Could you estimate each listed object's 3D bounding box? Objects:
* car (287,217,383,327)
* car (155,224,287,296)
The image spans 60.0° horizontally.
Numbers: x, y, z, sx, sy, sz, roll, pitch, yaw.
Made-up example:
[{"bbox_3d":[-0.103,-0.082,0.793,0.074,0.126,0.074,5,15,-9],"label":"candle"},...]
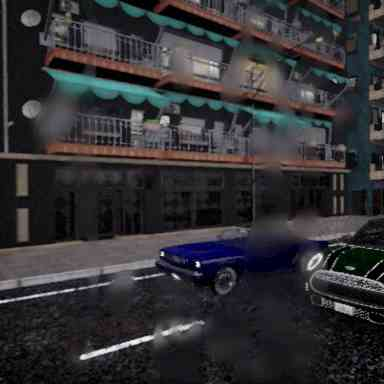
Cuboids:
[{"bbox_3d":[4.320,1.313,6.768,4.553,1.767,2.097,0,0,-35],"label":"car"},{"bbox_3d":[1.448,1.568,8.712,4.718,1.301,1.895,0,0,-36],"label":"car"}]
